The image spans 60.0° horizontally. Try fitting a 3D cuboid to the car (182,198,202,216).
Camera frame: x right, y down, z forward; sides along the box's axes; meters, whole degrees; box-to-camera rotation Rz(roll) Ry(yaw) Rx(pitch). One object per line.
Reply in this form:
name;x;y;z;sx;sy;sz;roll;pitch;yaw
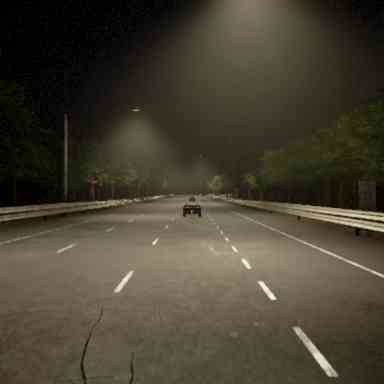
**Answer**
car;0.012;1.755;35.526;2.128;1.511;4.902;0;0;0
